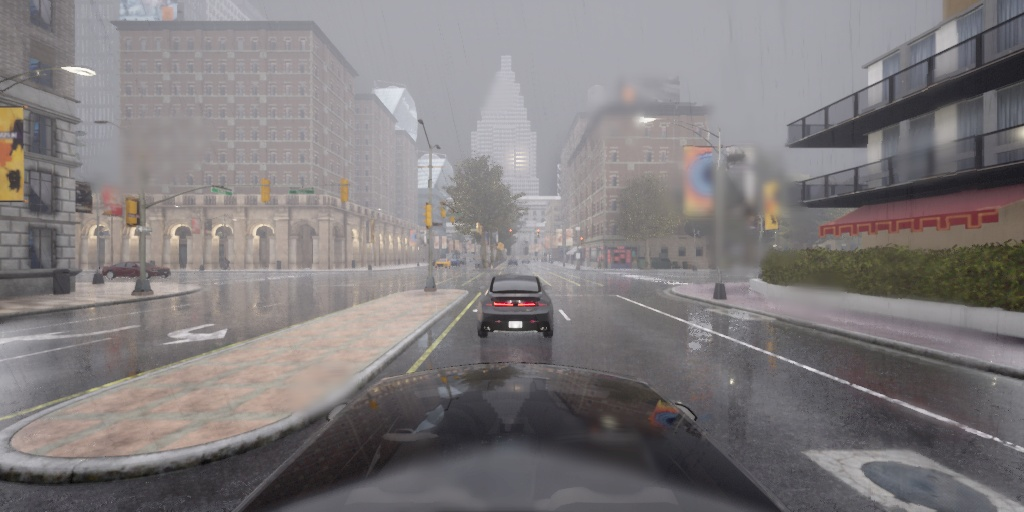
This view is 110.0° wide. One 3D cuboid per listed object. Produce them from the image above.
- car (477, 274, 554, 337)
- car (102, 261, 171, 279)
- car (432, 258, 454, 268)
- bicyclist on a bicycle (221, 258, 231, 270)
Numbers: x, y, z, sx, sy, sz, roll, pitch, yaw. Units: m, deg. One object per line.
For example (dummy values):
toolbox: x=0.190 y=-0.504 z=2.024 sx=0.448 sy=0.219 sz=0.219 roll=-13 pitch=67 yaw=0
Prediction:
car: x=0.097 y=1.254 z=10.269 sx=1.837 sy=1.490 sz=4.892 roll=0 pitch=0 yaw=0
car: x=-33.648 y=1.223 z=32.230 sx=5.008 sy=1.535 sz=1.882 roll=0 pitch=0 yaw=0
car: x=-11.440 y=1.220 z=59.601 sx=1.882 sy=1.535 sz=5.008 roll=0 pitch=0 yaw=0
bicyclist on a bicycle: x=-37.195 y=1.044 z=46.688 sx=0.582 sy=1.620 sz=1.656 roll=0 pitch=0 yaw=0
